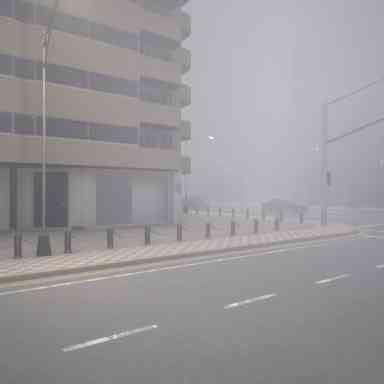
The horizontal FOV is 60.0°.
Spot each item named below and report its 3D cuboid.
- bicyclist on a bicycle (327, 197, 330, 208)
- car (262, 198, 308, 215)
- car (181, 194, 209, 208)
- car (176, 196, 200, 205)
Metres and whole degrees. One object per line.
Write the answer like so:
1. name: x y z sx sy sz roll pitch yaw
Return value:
1. bicyclist on a bicycle: 17.322 1.245 43.050 1.656 1.620 0.582 0 0 -35
2. car: 9.327 1.422 33.658 1.882 1.535 5.008 0 0 -36
3. car: 0.407 1.435 46.365 2.128 1.511 4.902 0 0 -35
4. car: -0.785 1.449 60.575 1.837 1.490 4.892 0 0 -34
